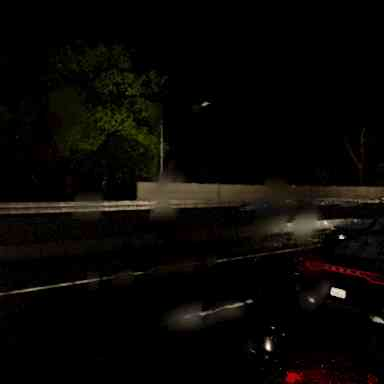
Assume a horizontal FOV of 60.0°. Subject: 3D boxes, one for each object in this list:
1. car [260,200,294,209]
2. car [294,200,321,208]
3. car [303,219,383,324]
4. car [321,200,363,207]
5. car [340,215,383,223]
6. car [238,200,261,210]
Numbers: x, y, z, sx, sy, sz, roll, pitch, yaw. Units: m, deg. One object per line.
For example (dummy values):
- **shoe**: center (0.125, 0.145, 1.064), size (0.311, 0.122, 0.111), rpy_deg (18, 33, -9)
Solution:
- **car**: center (10.249, 1.714, 37.083), size (4.718, 1.301, 1.895), rpy_deg (0, 0, -35)
- **car**: center (13.476, 1.610, 35.082), size (4.902, 1.511, 2.128), rpy_deg (0, 0, -35)
- **car**: center (4.425, 1.504, 6.912), size (5.008, 1.535, 1.882), rpy_deg (0, 0, -35)
- **car**: center (15.073, 1.663, 31.927), size (5.357, 1.411, 2.033), rpy_deg (0, 0, -35)
- **car**: center (7.076, 1.611, 13.091), size (4.181, 1.385, 1.994), rpy_deg (0, 0, -35)
- **car**: center (7.916, 1.659, 39.516), size (5.357, 1.411, 2.033), rpy_deg (0, 0, -37)
